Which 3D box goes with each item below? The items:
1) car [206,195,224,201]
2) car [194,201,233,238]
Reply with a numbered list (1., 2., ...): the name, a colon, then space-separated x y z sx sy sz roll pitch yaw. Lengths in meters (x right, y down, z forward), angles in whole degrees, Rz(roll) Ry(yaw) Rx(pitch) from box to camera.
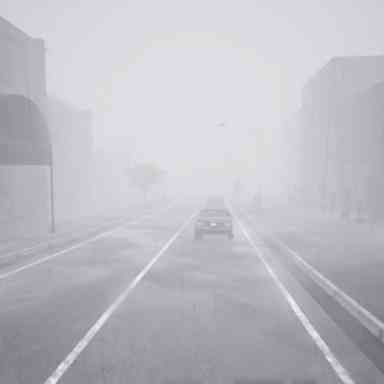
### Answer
1. car: 2.648 1.027 37.658 1.882 1.535 5.008 1 1 4
2. car: 1.127 1.437 17.075 2.033 1.411 5.357 1 1 4
